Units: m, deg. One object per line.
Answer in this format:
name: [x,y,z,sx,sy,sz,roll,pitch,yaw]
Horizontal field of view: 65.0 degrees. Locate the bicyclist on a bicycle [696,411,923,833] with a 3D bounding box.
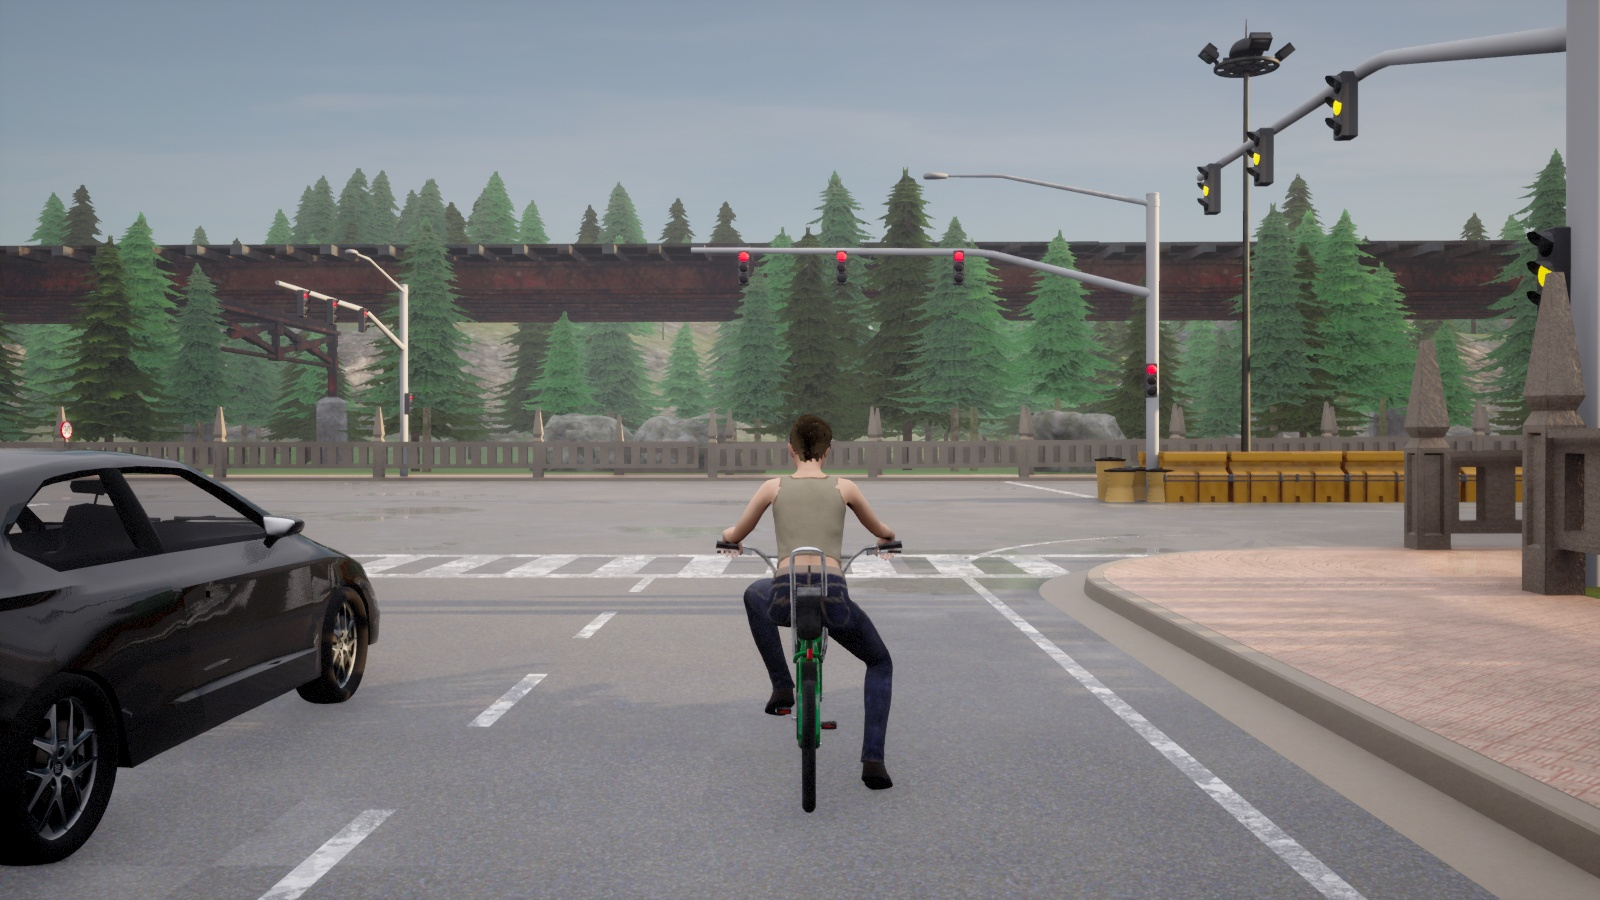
bicyclist on a bicycle: [0.040,0.652,5.554,0.866,1.612,1.509,0,0,0]

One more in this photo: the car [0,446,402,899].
car: [-3.453,0.724,5.914,1.816,1.474,4.193,0,0,0]
